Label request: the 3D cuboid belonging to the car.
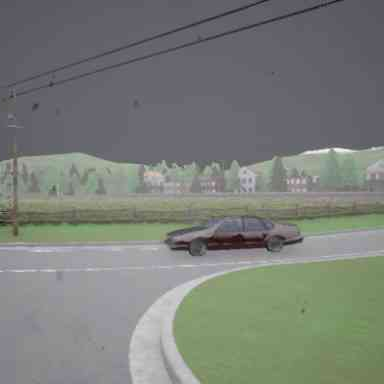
[{"bbox_3d":[1.603,1.596,12.952,5.357,1.411,2.033,0,0,-14],"label":"car"}]
